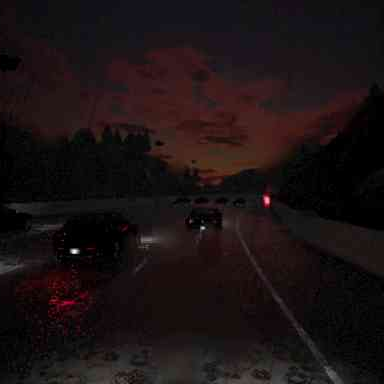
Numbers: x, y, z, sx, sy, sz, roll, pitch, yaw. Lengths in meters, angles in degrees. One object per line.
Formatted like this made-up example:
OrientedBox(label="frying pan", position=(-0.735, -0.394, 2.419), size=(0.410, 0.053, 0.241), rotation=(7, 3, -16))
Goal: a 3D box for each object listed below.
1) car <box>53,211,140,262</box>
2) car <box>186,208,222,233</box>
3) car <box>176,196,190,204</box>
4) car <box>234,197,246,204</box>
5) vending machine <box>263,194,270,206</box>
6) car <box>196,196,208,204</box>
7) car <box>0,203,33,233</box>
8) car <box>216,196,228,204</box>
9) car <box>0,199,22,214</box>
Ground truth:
OrientedBox(label="car", position=(-3.187, 1.463, 11.974), size=(1.837, 1.490, 4.892), rotation=(0, 0, 4))
OrientedBox(label="car", position=(0.849, 1.609, 19.775), size=(1.895, 1.301, 4.718), rotation=(1, 0, 7))
OrientedBox(label="car", position=(-1.647, 1.463, 63.175), size=(2.128, 1.511, 4.902), rotation=(1, 0, 11))
OrientedBox(label="car", position=(9.262, 1.672, 64.226), size=(1.994, 1.385, 4.181), rotation=(1, 0, 11))
OrientedBox(label="vending machine", position=(12.682, 1.347, 56.443), size=(1.100, 2.100, 0.880), rotation=(1, 0, 11))
OrientedBox(label="car", position=(1.915, 1.521, 63.164), size=(1.837, 1.490, 4.892), rotation=(1, 0, 11))
OrientedBox(label="car", position=(-9.875, 1.353, 16.375), size=(1.882, 1.535, 5.008), rotation=(0, 0, 5))
OrientedBox(label="car", position=(5.783, 1.568, 64.596), size=(1.837, 1.490, 4.892), rotation=(1, 0, 11))
OrientedBox(label="car", position=(-18.661, 1.364, 31.693), size=(1.895, 1.301, 4.718), rotation=(1, 0, 9))
